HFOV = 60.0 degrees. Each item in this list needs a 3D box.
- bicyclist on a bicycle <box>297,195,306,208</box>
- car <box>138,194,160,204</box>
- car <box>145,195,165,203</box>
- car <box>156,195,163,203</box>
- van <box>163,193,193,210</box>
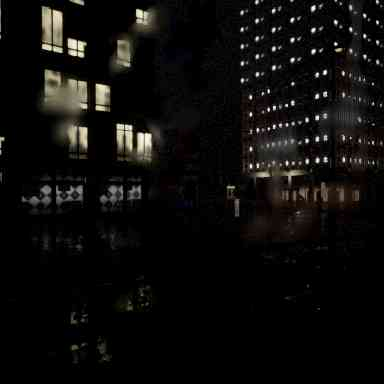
[{"bbox_3d":[12.902,1.117,39.178,1.656,1.620,0.582,-1,1,-34],"label":"bicyclist on a bicycle"},{"bbox_3d":[-7.820,1.203,59.853,1.882,1.535,5.008,-1,1,-34],"label":"car"},{"bbox_3d":[-6.997,1.237,63.266,1.887,1.381,4.507,0,0,-34],"label":"car"},{"bbox_3d":[-3.887,1.035,58.682,2.192,1.841,5.009,0,0,-34],"label":"car"},{"bbox_3d":[-1.488,1.210,40.226,1.690,1.788,3.998,0,0,-34],"label":"van"}]
